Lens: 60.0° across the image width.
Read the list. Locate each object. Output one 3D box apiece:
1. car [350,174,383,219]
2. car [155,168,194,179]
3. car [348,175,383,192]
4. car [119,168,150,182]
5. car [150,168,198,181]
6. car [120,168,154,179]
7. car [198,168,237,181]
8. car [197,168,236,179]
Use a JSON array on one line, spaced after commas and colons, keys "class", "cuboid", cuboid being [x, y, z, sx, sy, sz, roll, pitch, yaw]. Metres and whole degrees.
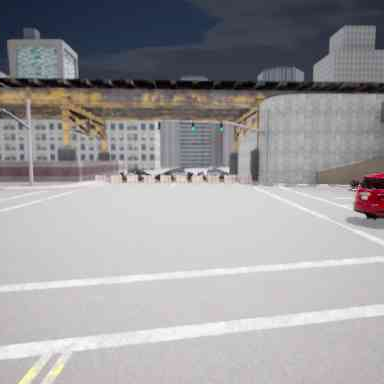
[{"class": "car", "cuboid": [9.612, 0.295, 13.868, 5.566, 2.045, 2.150, -1, 4, -9]}, {"class": "car", "cuboid": [-2.161, -2.295, 41.082, 4.536, 1.218, 1.853, -4, 7, -36]}, {"class": "car", "cuboid": [15.843, -0.706, 27.712, 4.718, 1.301, 1.895, 0, 5, -1]}, {"class": "car", "cuboid": [-6.811, -2.139, 41.067, 4.974, 1.542, 2.038, 5, 7, 43]}, {"class": "car", "cuboid": [-2.203, -2.135, 41.067, 4.974, 1.542, 2.038, -4, 7, -36]}, {"class": "car", "cuboid": [-6.849, -2.299, 41.087, 4.536, 1.218, 1.853, 5, 7, 43]}, {"class": "car", "cuboid": [3.166, -2.205, 41.840, 4.974, 1.542, 2.038, 3, 6, 29]}, {"class": "car", "cuboid": [3.120, -2.364, 41.850, 4.536, 1.218, 1.853, 3, 6, 29]}]
